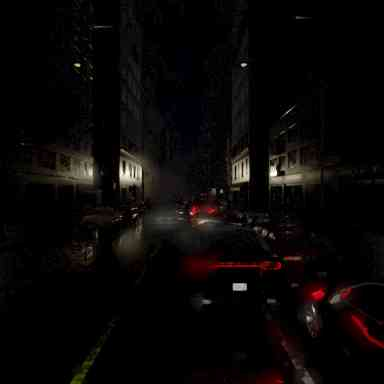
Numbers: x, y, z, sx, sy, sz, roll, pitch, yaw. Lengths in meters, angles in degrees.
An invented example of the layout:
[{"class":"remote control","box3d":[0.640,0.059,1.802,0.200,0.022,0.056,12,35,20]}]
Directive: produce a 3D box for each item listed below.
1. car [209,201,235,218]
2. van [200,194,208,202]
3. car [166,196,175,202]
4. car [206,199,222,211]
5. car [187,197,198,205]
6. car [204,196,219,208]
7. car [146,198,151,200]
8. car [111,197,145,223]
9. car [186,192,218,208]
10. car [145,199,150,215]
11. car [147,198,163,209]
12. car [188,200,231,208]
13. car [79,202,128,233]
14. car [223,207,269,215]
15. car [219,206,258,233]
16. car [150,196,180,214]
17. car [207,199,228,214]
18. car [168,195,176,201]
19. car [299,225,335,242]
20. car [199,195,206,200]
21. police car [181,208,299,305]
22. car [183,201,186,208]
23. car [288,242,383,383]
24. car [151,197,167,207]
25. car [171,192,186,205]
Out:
[{"class":"car","box3d":[2.717,1.557,31.104,2.008,1.369,4.403,0,0,0]},{"class":"van","box3d":[2.844,1.357,80.260,1.690,1.788,3.998,0,0,0]},{"class":"car","box3d":[-5.181,1.567,80.272,2.008,1.369,4.403,0,0,0]},{"class":"car","box3d":[2.745,1.591,42.141,1.802,1.307,4.206,0,0,0]},{"class":"car","box3d":[0.152,1.614,58.945,1.895,1.301,4.718,0,0,0]},{"class":"car","box3d":[2.760,1.450,47.660,1.967,1.590,4.097,0,0,0]},{"class":"car","box3d":[-5.280,1.449,42.155,1.967,1.590,4.097,0,0,0]},{"class":"car","box3d":[-5.323,1.320,25.599,2.192,1.841,5.009,0,0,0]},{"class":"car","box3d":[0.887,1.229,24.242,2.150,2.045,5.566,0,0,0]},{"class":"car","box3d":[-5.308,1.588,31.117,1.802,1.307,4.206,0,0,0]},{"class":"car","box3d":[-5.266,1.536,47.502,1.752,1.417,4.829,0,0,0]},{"class":"car","box3d":[0.855,1.459,18.405,1.801,1.575,5.366,0,0,0]},{"class":"car","box3d":[-5.333,1.529,19.912,1.752,1.417,4.829,0,0,0]},{"class":"car","box3d":[2.674,1.553,14.546,2.008,1.369,4.403,0,0,0]},{"class":"car","box3d":[2.688,1.585,20.065,1.802,1.307,4.206,0,0,0]},{"class":"car","box3d":[-2.759,1.499,34.977,2.128,1.511,4.902,0,0,0]},{"class":"car","box3d":[2.731,1.558,36.622,2.008,1.369,4.403,0,0,0]},{"class":"car","box3d":[-5.166,1.562,85.954,1.887,1.381,4.507,0,0,0]},{"class":"car","box3d":[2.660,1.545,9.027,1.887,1.381,4.507,0,0,0]},{"class":"car","box3d":[2.874,1.600,91.622,1.802,1.307,4.206,0,0,0]},{"class":"police car","box3d":[0.747,1.426,8.298,1.930,1.638,5.238,0,0,-2]},{"class":"car","box3d":[0.124,1.574,45.520,1.994,1.385,4.181,0,0,1]},{"class":"car","box3d":[2.645,1.566,3.509,1.947,1.339,4.313,0,0,0]},{"class":"car","box3d":[-5.251,1.562,53.191,2.008,1.369,4.403,0,0,0]},{"class":"car","box3d":[-2.601,1.235,57.840,2.150,2.045,5.566,0,0,0]}]
